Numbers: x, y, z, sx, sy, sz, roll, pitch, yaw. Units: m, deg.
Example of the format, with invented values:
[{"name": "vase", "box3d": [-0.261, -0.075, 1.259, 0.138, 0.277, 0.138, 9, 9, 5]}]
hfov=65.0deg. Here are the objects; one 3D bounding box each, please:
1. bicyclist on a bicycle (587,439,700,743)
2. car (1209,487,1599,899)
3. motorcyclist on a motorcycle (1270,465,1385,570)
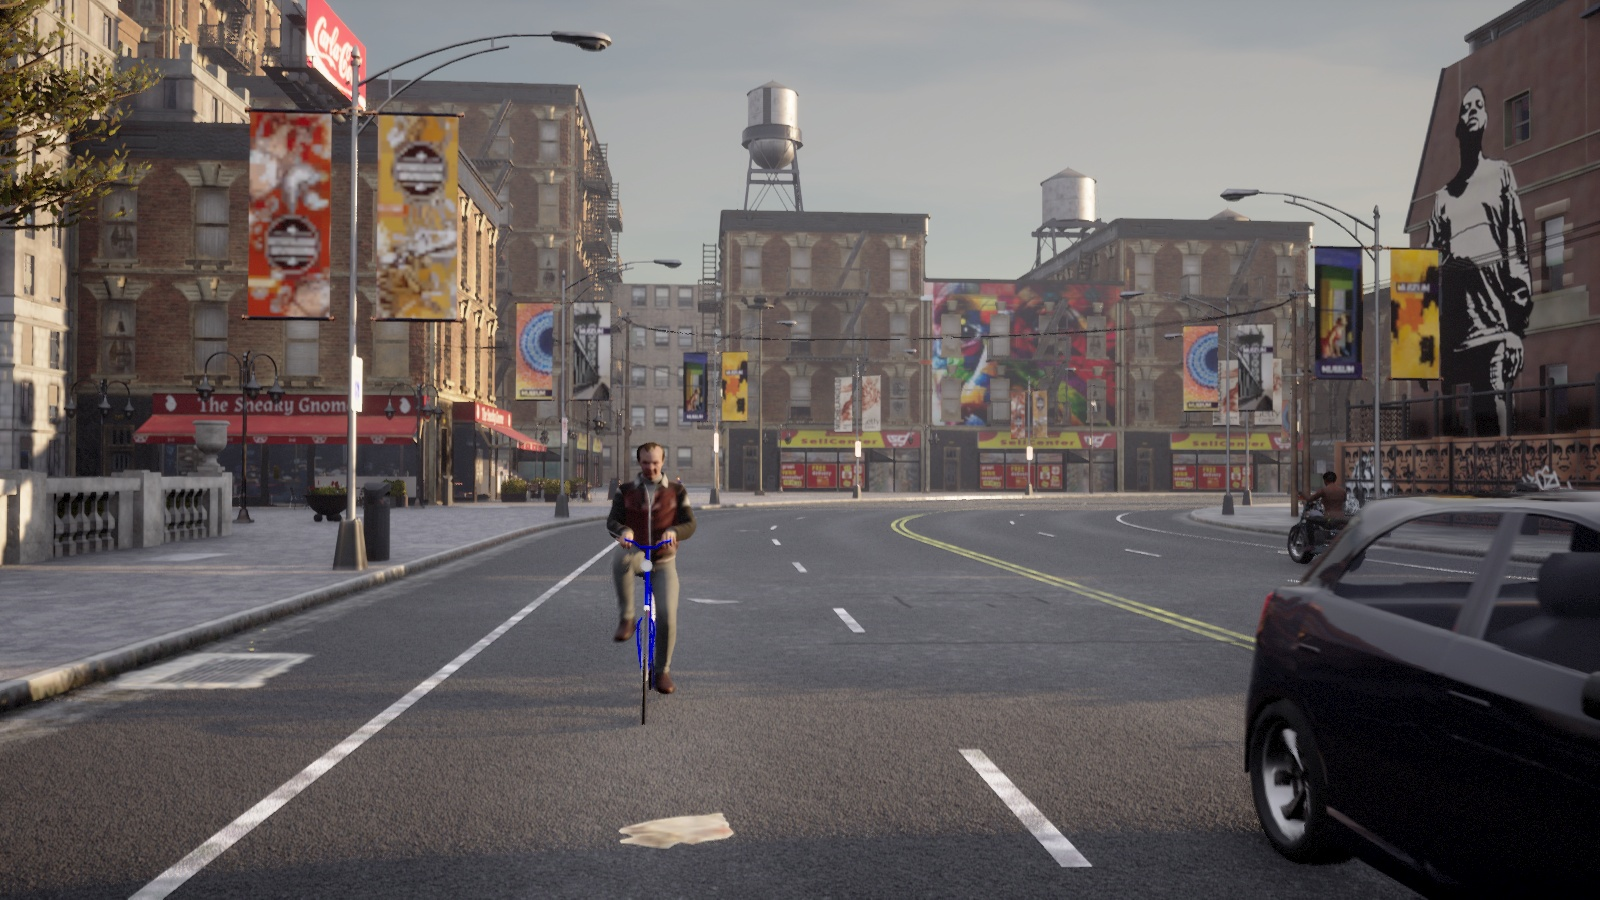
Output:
[{"name": "bicyclist on a bicycle", "box3d": [-0.995, 0.834, 8.303, 0.659, 1.776, 1.843, 0, -1, -5]}, {"name": "car", "box3d": [2.862, 0.883, 3.729, 1.845, 1.501, 3.633, 0, -1, -5]}, {"name": "motorcyclist on a motorcycle", "box3d": [8.748, 1.091, 20.951, 0.766, 1.649, 2.350, 0, -1, -4]}]
